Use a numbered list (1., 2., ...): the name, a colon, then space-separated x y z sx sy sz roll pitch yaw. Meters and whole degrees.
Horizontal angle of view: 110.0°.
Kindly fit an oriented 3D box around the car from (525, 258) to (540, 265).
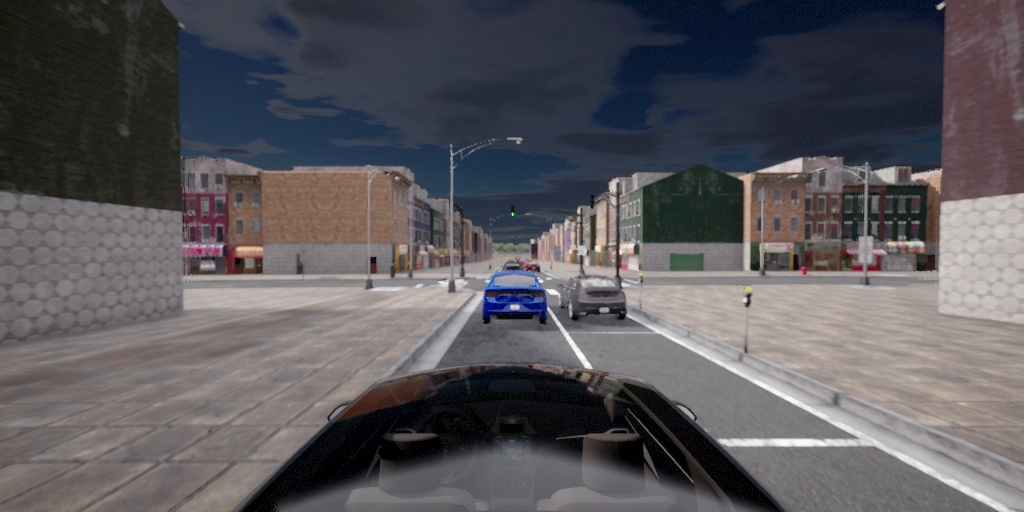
1. car: 2.612 1.304 44.810 1.888 1.381 4.507 0 0 0

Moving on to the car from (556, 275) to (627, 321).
1. car: 2.631 1.300 12.365 2.007 1.370 4.403 0 0 0

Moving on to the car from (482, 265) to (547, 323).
1. car: 0.081 1.227 12.131 1.882 1.535 5.008 0 0 0

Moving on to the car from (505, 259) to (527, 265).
1. car: 0.077 1.255 31.398 1.837 1.490 4.892 0 0 0
